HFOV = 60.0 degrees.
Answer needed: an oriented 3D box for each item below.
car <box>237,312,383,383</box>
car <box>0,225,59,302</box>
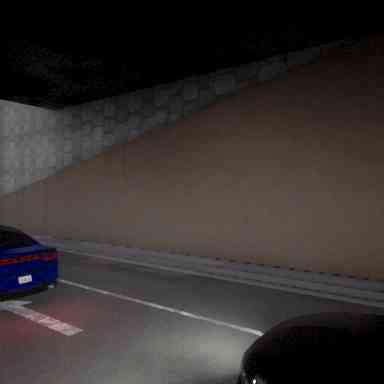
[{"bbox_3d":[2.611,1.503,2.033,4.892,1.490,1.837,-1,0,37],"label":"car"},{"bbox_3d":[-5.122,1.478,7.651,5.008,1.535,1.882,0,0,36],"label":"car"}]
